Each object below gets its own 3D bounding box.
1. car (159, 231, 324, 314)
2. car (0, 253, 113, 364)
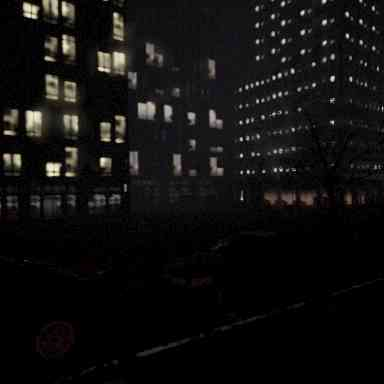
[{"bbox_3d":[1.287,1.578,7.492,4.206,1.307,1.802,0,-1,-35],"label":"car"},{"bbox_3d":[-3.292,1.545,4.227,4.507,1.381,1.887,0,-1,-35],"label":"car"}]
